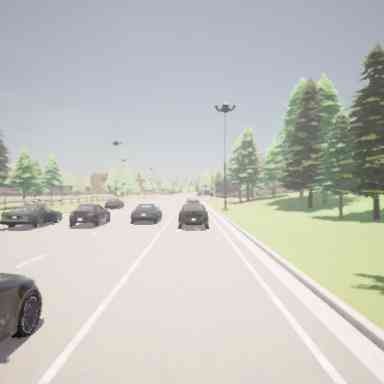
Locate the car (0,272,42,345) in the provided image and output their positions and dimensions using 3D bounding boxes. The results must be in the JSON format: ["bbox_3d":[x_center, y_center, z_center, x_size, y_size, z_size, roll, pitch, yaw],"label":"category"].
[{"bbox_3d":[-3.401,1.526,3.622,1.812,1.442,4.674,0,0,0],"label":"car"}]

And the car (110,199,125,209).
[{"bbox_3d":[-10.404,1.562,44.878,1.994,1.385,4.181,0,0,0],"label":"car"}]

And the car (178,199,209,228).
[{"bbox_3d":[0.097,1.477,22.056,1.882,1.535,5.008,0,0,0],"label":"car"}]

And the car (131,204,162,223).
[{"bbox_3d":[-3.403,1.563,25.340,1.994,1.385,4.181,0,0,0],"label":"car"}]

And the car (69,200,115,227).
[{"bbox_3d":[-6.902,1.525,22.787,1.812,1.442,4.674,0,0,0],"label":"car"}]

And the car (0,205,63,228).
[{"bbox_3d":[-10.403,1.547,21.982,2.033,1.411,5.357,0,0,0],"label":"car"}]
